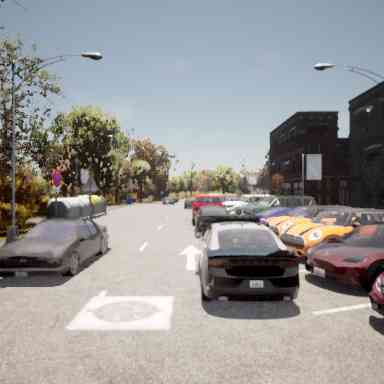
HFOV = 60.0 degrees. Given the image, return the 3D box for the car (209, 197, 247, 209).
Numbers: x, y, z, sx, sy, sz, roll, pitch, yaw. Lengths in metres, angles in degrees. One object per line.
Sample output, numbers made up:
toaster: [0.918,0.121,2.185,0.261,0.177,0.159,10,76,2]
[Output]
car: [5.209,1.562,47.695,5.008,1.535,2.097,1,0,-20]

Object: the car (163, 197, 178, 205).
car: [-4.282,1.615,60.645,2.128,1.511,4.902,0,0,0]

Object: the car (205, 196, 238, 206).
car: [5.006,1.588,56.639,5.366,1.575,1.946,1,0,-20]

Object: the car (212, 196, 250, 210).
car: [5.259,1.427,44.693,4.553,1.767,2.185,1,0,-20]

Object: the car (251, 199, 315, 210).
car: [5.298,1.363,14.669,4.553,1.767,2.185,1,0,-20]

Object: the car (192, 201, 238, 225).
car: [1.108,1.483,18.359,1.882,1.535,5.008,0,0,0]

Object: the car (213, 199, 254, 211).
car: [5.232,1.583,41.684,4.674,1.452,2.002,1,0,-20]

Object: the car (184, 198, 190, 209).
car: [-0.129,1.566,46.917,2.128,1.511,4.902,0,0,0]

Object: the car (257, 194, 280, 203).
car: [18.075,1.429,78.776,2.435,2.045,5.566,0,0,-22]

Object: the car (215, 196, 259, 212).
car: [5.205,1.407,38.676,4.553,1.767,2.185,1,0,-20]

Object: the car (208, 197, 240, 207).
car: [5.200,1.623,53.698,4.674,1.452,2.002,1,0,-20]

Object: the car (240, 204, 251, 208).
car: [5.257,1.530,17.665,4.674,1.452,2.002,1,0,-20]

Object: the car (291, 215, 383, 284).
car: [5.250,1.514,8.648,4.792,1.488,2.163,1,0,-20]

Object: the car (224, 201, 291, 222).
car: [5.222,1.533,26.659,4.792,1.488,2.163,1,0,-20]

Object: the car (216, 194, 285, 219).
car: [5.225,1.258,29.661,5.566,2.045,2.435,1,0,-20]

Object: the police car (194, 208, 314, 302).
police car: [1.133,1.424,8.469,1.930,1.638,5.238,0,0,0]

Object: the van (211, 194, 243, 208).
van: [5.318,1.349,50.742,4.442,1.987,1.878,1,0,-20]

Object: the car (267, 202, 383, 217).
car: [5.303,1.361,11.668,4.553,1.767,2.185,1,0,-20]

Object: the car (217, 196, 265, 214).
car: [5.210,1.398,35.674,4.553,1.767,2.185,1,0,-20]

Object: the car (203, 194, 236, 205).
car: [5.172,1.364,62.733,5.566,2.045,2.435,1,0,-20]

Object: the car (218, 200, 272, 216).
car: [5.219,1.546,32.660,4.792,1.488,2.163,1,0,-20]

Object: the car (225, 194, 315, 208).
car: [5.247,1.242,20.644,5.566,2.045,2.435,1,0,-20]

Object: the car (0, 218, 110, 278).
car: [-4.010,1.547,10.445,2.033,1.411,5.357,0,0,0]

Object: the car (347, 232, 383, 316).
car: [5.289,1.525,5.656,4.674,1.452,2.002,1,0,-20]

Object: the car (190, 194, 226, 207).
car: [1.097,1.239,24.390,2.150,2.045,5.566,0,0,0]
